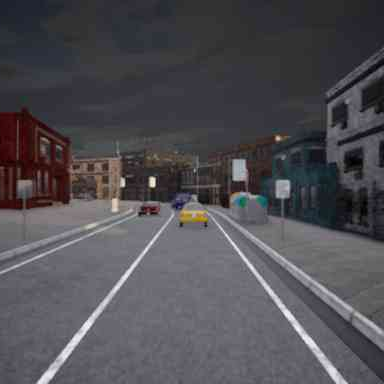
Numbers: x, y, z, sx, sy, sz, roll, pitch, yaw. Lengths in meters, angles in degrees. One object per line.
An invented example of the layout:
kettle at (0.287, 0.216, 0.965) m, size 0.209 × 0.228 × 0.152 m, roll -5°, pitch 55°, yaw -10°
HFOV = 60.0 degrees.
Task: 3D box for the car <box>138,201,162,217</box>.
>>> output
car at (-3.743, 1.516, 30.121) m, size 1.895 × 1.301 × 4.718 m, roll 0°, pitch 0°, yaw -2°

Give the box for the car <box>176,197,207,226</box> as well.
car at (0.091, 1.392, 22.808) m, size 1.801 × 1.575 × 5.366 m, roll 0°, pitch 0°, yaw 0°

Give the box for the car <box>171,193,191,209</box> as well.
car at (-1.343, 1.110, 42.346) m, size 2.150 × 2.045 × 5.566 m, roll 0°, pitch 0°, yaw -11°

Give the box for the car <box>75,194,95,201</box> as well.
car at (-21.768, 1.124, 67.651) m, size 4.892 × 1.490 × 1.837 m, roll 1°, pitch 0°, yaw 34°
